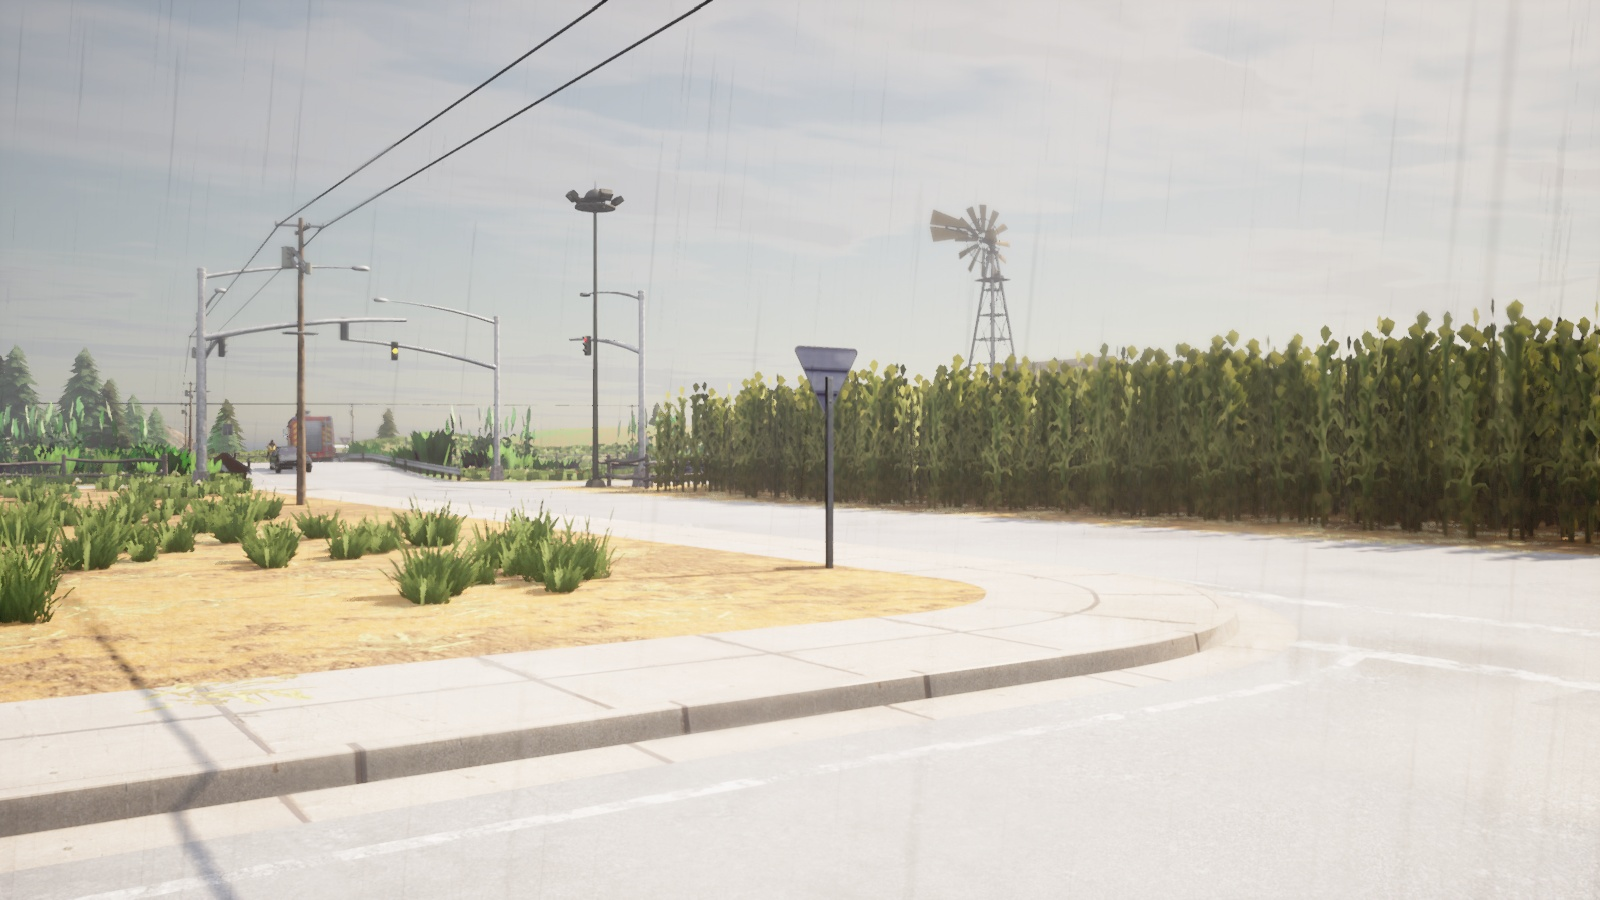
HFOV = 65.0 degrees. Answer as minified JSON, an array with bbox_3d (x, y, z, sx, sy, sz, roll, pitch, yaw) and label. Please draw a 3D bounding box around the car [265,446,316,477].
[{"bbox_3d":[-28.231,0.587,69.511,2.033,1.411,5.357,0,3,-28],"label":"car"}]
